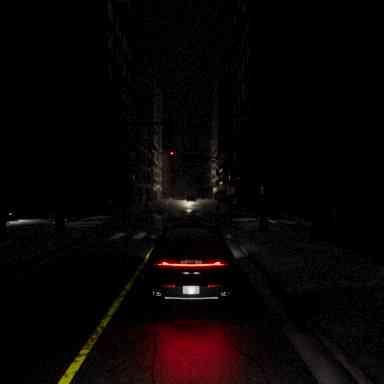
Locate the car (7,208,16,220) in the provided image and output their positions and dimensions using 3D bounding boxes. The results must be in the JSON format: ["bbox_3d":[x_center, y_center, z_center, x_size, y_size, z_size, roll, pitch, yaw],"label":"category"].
[{"bbox_3d":[-15.124,1.388,24.053,4.181,1.385,1.994,1,0,-1],"label":"car"}]

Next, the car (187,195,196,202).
[{"bbox_3d":[-0.166,1.497,82.423,2.097,1.767,4.553,0,0,0],"label":"car"}]

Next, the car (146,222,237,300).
[{"bbox_3d":[-0.016,1.507,8.371,1.837,1.490,4.892,0,0,0],"label":"car"}]

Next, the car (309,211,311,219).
[{"bbox_3d":[12.301,1.724,27.523,5.008,1.535,1.882,1,0,-1],"label":"car"}]
